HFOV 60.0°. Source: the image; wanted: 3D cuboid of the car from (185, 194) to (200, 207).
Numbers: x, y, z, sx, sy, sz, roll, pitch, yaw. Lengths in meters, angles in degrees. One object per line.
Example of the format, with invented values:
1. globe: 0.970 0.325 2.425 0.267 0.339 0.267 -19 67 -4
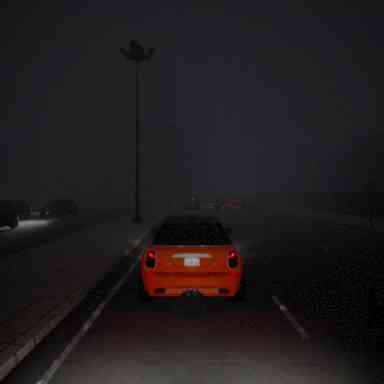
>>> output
1. car: 0.127 1.200 49.659 2.097 1.767 4.553 0 0 0

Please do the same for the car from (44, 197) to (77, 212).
1. car: -14.992 1.388 38.259 1.837 1.490 4.892 0 0 1

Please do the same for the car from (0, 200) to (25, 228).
1. car: -11.590 1.296 18.343 2.097 1.767 4.553 0 0 0

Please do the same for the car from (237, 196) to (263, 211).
1. car: 7.067 1.230 39.699 2.097 1.767 4.553 0 0 0

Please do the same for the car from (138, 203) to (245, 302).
1. car: -0.004 1.326 8.367 2.097 1.767 4.553 0 0 0

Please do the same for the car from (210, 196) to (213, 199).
1. car: 3.628 1.339 49.670 2.128 1.511 4.902 0 0 0

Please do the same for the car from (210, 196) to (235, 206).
1. car: 3.565 1.480 39.365 1.895 1.301 4.718 0 0 0

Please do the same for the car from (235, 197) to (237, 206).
1. car: 7.128 1.395 49.651 2.033 1.411 5.357 0 0 0

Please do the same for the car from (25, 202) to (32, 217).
1. car: -15.078 1.408 27.458 2.128 1.511 4.902 0 0 0

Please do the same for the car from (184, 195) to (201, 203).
1. car: 0.064 1.371 39.273 2.128 1.511 4.902 0 0 0

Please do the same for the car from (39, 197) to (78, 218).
1. car: -11.576 1.403 29.133 2.128 1.511 4.902 0 0 1
